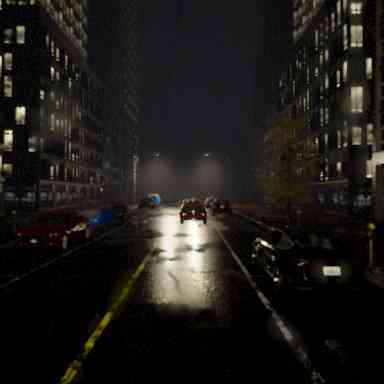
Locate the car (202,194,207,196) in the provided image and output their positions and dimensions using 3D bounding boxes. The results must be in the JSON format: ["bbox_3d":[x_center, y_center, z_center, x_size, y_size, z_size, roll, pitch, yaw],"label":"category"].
[{"bbox_3d":[2.692,1.429,48.496,1.752,1.417,4.829,0,0,0],"label":"car"}]

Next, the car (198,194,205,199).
[{"bbox_3d":[2.690,1.346,93.861,2.008,1.369,4.403,0,0,0],"label":"car"}]

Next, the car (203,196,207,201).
[{"bbox_3d":[2.692,1.499,42.633,1.802,1.307,4.206,0,0,0],"label":"car"}]

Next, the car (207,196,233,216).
[{"bbox_3d":[2.693,1.381,31.249,1.967,1.590,4.097,0,0,0],"label":"car"}]

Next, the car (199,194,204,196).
[{"bbox_3d":[2.691,1.278,76.784,1.967,1.590,4.097,0,0,0],"label":"car"}]

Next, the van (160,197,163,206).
[{"bbox_3d":[-5.687,1.245,48.340,1.690,1.788,3.998,0,0,0],"label":"van"}]

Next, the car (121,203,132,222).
[{"bbox_3d":[-5.688,1.535,25.572,1.802,1.307,4.206,0,0,0],"label":"car"}]

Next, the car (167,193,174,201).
[{"bbox_3d":[-5.690,1.363,76.630,1.752,1.417,4.829,0,0,0],"label":"car"}]

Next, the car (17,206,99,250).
[{"bbox_3d":[-5.687,1.519,14.187,1.887,1.381,4.507,0,0,0],"label":"car"}]

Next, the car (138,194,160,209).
[{"bbox_3d":[-5.688,1.356,42.647,1.967,1.590,4.097,0,0,0],"label":"car"}]

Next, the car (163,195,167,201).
[{"bbox_3d":[-5.689,1.457,54.033,1.947,1.339,4.313,0,0,0],"label":"car"}]

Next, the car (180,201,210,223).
[{"bbox_3d":[0.099,1.555,24.697,1.895,1.301,4.718,0,0,0],"label":"car"}]

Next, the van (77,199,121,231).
[{"bbox_3d":[-5.687,1.305,19.879,1.690,1.788,3.998,0,0,0],"label":"van"}]

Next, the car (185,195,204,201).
[{"bbox_3d":[0.099,1.483,41.704,1.994,1.385,4.181,0,0,0],"label":"car"}]

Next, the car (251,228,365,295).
[{"bbox_3d":[2.693,1.551,8.482,1.947,1.339,4.313,0,0,0],"label":"car"}]

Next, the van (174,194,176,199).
[{"bbox_3d":[-5.689,1.151,88.184,1.690,1.788,3.998,0,0,0],"label":"van"}]
